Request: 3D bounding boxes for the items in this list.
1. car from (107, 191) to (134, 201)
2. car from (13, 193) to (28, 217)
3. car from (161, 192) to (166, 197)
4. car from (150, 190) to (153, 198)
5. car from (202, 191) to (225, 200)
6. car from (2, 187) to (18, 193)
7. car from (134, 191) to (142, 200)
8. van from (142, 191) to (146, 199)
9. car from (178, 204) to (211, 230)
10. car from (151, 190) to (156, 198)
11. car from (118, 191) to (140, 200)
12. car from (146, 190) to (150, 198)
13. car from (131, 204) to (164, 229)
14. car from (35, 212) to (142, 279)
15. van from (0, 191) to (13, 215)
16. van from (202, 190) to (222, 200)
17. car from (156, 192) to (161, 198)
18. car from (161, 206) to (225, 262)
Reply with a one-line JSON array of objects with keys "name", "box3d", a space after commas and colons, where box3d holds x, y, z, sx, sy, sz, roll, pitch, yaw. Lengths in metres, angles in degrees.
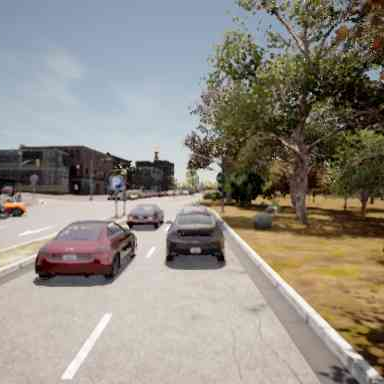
[{"name": "car", "box3d": [-14.480, 1.005, 66.240, 4.792, 1.488, 2.163, -1, 0, -15]}, {"name": "car", "box3d": [-16.642, 1.252, 28.434, 4.553, 1.767, 2.185, -1, 0, -19]}, {"name": "car", "box3d": [-11.053, 0.568, 93.181, 5.566, 2.045, 2.435, -1, 0, -12]}, {"name": "car", "box3d": [-12.684, 0.926, 81.191, 4.674, 1.452, 2.002, -1, 0, -13]}, {"name": "car", "box3d": [4.628, 0.759, 71.814, 4.553, 1.767, 2.185, 0, 0, -14]}, {"name": "car", "box3d": [-31.196, -0.168, 57.093, 2.002, 1.452, 4.674, 6, -2, -19]}, {"name": "car", "box3d": [-13.837, 0.946, 69.232, 5.366, 1.575, 1.946, -1, 0, -15]}, {"name": "van", "box3d": [-13.281, 0.692, 75.224, 4.442, 1.987, 1.878, -1, 0, -14]}, {"name": "car", "box3d": [0.148, 1.512, 21.193, 1.895, 1.301, 4.718, 0, 0, 0]}, {"name": "car", "box3d": [-12.314, 0.910, 84.193, 4.674, 1.452, 2.002, -1, 0, -13]}, {"name": "car", "box3d": [-13.745, 0.811, 72.184, 4.553, 1.767, 2.185, -1, 0, -14]}, {"name": "car", "box3d": [-13.055, 0.904, 78.196, 4.892, 1.521, 2.231, -1, 0, -14]}, {"name": "car", "box3d": [-2.855, 1.460, 21.096, 2.033, 1.411, 5.357, 0, 0, 1]}, {"name": "car", "box3d": [-2.901, 1.518, 9.920, 1.994, 1.385, 4.181, 0, 0, 0]}, {"name": "van", "box3d": [-16.616, 1.161, 25.455, 4.442, 1.987, 1.878, -1, 0, -19]}, {"name": "van", "box3d": [4.246, 0.676, 68.843, 4.442, 1.987, 1.878, 0, 1, -14]}, {"name": "car", "box3d": [-11.502, 0.876, 90.176, 4.674, 1.452, 2.002, -1, 0, -12]}, {"name": "car", "box3d": [0.103, 1.448, 11.930, 1.837, 1.490, 4.892, 0, -1, 0]}]
